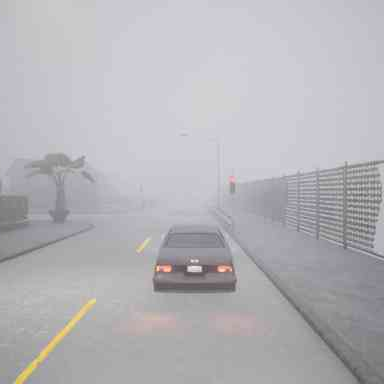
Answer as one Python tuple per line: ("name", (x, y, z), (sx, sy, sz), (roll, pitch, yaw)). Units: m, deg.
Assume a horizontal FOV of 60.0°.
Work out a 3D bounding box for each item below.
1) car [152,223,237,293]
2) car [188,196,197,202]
("car", (0.072, 1.547, 8.994), (2.033, 1.411, 5.357), (0, 0, 1))
("car", (0.078, 1.553, 74.561), (1.994, 1.385, 4.181), (0, 0, 0))
